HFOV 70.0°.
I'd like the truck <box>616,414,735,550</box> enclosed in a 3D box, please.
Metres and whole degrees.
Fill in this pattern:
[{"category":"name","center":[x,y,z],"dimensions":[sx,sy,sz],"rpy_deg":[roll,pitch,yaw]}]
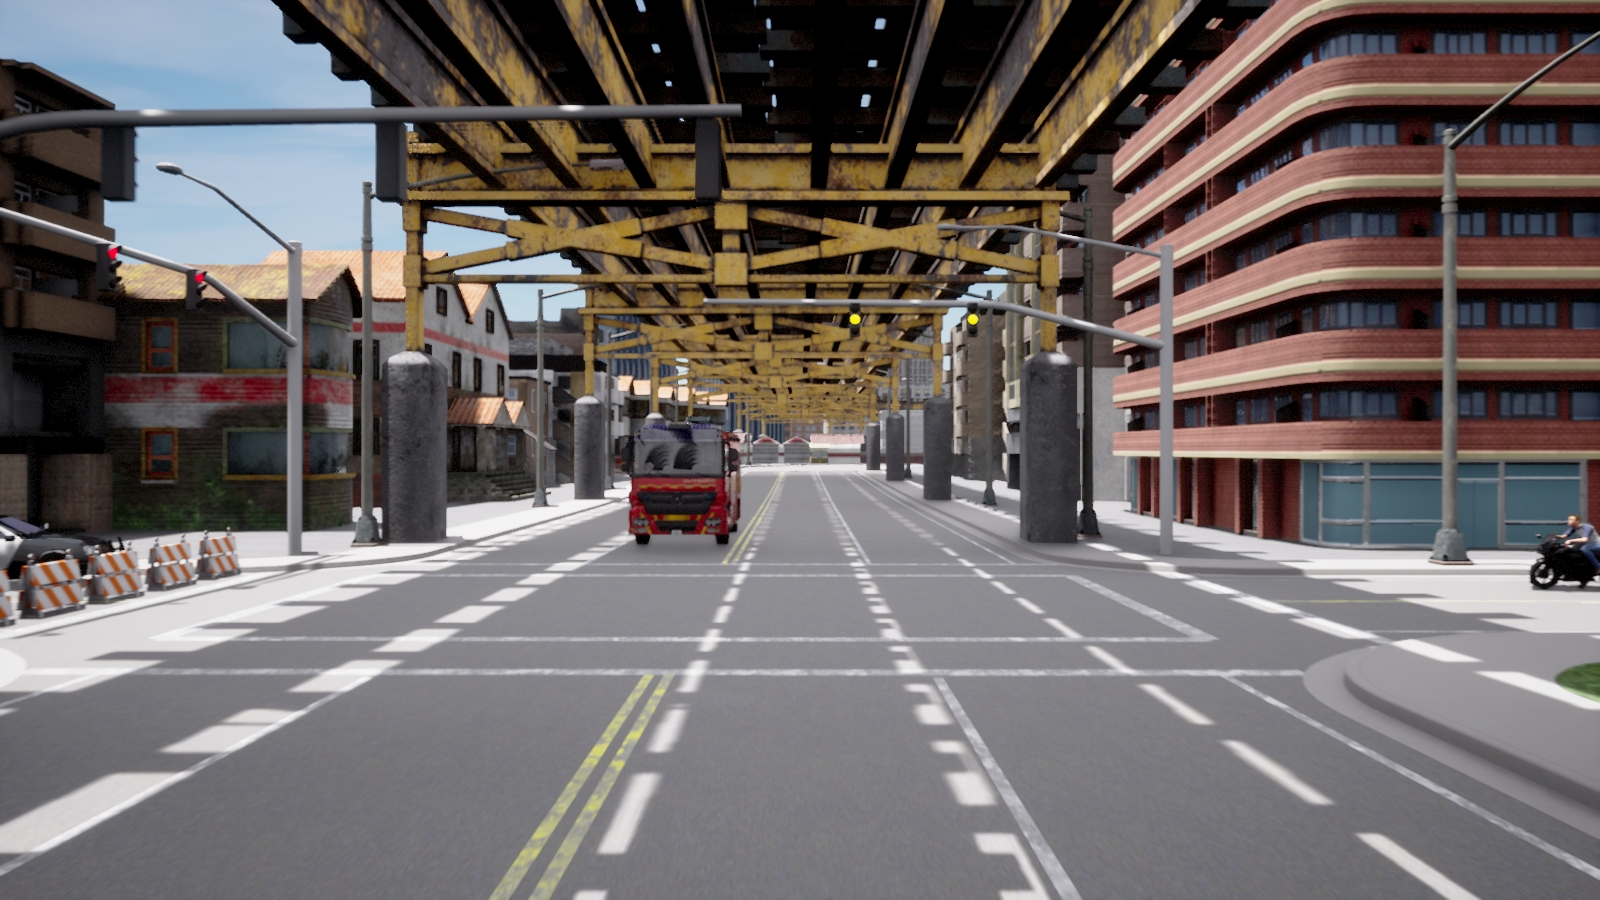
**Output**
[{"category":"truck","center":[-3.752,0.892,36.429],"dimensions":[2.891,3.827,8.468],"rpy_deg":[0,0,0]}]

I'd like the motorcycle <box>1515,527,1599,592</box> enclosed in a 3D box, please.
[{"category":"motorcycle","center":[15.553,2.175,22.837],"dimensions":[2.033,1.224,0.803],"rpy_deg":[0,0,1]}]
